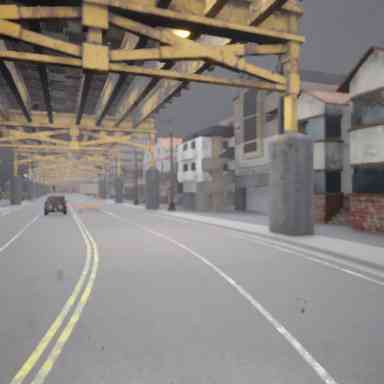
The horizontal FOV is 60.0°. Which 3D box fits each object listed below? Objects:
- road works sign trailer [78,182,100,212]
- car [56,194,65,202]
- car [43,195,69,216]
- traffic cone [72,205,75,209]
[{"bbox_3d":[-12.597,0.603,40.576,2.380,3.560,2.880,-1,0,-21],"label":"road works sign trailer"},{"bbox_3d":[-29.247,1.318,73.821,1.812,1.442,4.674,-1,1,-21],"label":"car"},{"bbox_3d":[-14.305,1.383,35.028,2.150,2.045,5.566,-1,0,-21],"label":"car"},{"bbox_3d":[-16.500,2.140,46.551,0.340,0.580,0.340,-1,0,-21],"label":"traffic cone"}]
